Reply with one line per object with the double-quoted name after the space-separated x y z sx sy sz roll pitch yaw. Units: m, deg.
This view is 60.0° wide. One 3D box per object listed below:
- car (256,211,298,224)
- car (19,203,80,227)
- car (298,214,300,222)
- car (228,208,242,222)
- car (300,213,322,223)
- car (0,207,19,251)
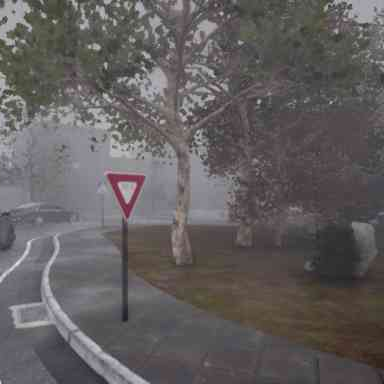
10.263 3.092 39.901 5.008 1.535 1.882 5 -3 -42 "car"
-9.752 1.485 22.369 1.837 1.490 4.892 -1 -1 25 "car"
14.370 3.502 47.951 4.553 1.767 2.097 4 -3 -42 "car"
6.828 2.711 41.058 5.566 2.045 2.150 5 -3 -41 "car"
17.658 3.742 46.665 4.892 1.490 1.837 4 -2 -42 "car"
-7.283 1.203 10.643 2.150 2.045 5.566 0 0 -19 "car"
